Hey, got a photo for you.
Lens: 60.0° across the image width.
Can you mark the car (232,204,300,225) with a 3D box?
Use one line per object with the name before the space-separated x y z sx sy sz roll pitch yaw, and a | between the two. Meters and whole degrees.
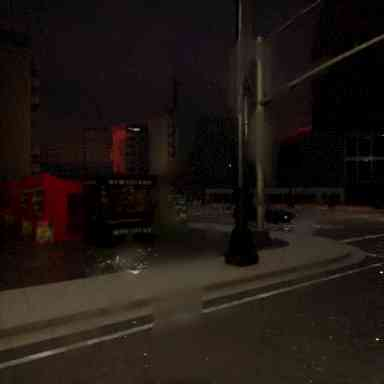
car | 5.342 1.601 24.846 2.033 1.411 5.357 0 0 -36
